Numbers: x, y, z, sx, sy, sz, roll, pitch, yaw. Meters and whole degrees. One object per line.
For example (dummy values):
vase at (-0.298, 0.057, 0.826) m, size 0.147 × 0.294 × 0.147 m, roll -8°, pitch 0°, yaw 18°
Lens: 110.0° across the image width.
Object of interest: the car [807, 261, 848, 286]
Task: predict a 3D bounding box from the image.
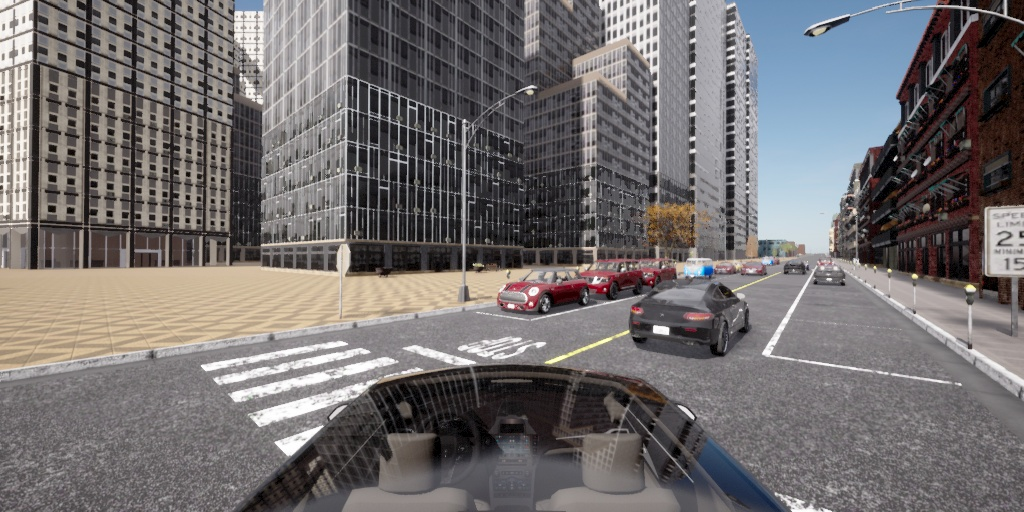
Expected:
car at (22.413, 1.302, 25.369) m, size 2.007 × 1.370 × 4.403 m, roll 0°, pitch 0°, yaw 41°

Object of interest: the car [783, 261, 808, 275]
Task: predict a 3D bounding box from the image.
car at (31.163, 1.246, 39.437) m, size 1.837 × 1.490 × 4.892 m, roll 0°, pitch 0°, yaw 41°

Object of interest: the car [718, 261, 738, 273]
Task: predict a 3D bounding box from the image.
car at (23.466, 1.328, 39.377) m, size 1.802 × 1.307 × 4.207 m, roll 0°, pitch 0°, yaw 41°

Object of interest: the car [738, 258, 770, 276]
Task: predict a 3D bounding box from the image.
car at (25.197, 1.272, 37.268) m, size 1.812 × 1.442 × 4.674 m, roll 0°, pitch 0°, yaw 41°

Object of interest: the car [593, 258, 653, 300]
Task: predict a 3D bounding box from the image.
car at (4.971, 1.068, 18.044) m, size 2.192 × 1.841 × 5.009 m, roll 0°, pitch 0°, yaw 41°

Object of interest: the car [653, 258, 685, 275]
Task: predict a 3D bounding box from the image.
car at (8.670, 1.069, 22.311) m, size 2.192 × 1.841 × 5.009 m, roll 0°, pitch 0°, yaw 41°

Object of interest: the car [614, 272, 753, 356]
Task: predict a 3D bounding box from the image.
car at (4.405, 1.277, 8.705) m, size 1.812 × 1.442 × 4.674 m, roll 0°, pitch 0°, yaw 41°

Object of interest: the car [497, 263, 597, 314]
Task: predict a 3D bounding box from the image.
car at (1.273, 1.192, 13.778) m, size 1.967 × 1.591 × 4.097 m, roll 0°, pitch 0°, yaw 41°

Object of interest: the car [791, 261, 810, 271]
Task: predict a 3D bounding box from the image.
car at (39.300, 1.329, 48.825) m, size 1.895 × 1.301 × 4.718 m, roll 0°, pitch 0°, yaw 41°

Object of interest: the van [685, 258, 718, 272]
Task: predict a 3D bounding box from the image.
van at (16.068, 1.093, 30.844) m, size 1.690 × 1.789 × 3.998 m, roll 0°, pitch 0°, yaw 41°
